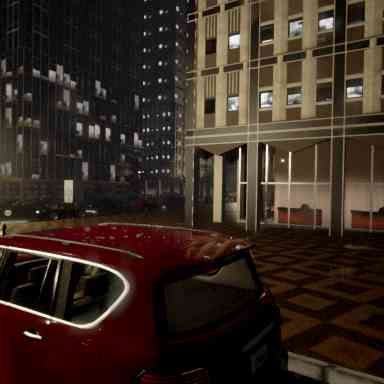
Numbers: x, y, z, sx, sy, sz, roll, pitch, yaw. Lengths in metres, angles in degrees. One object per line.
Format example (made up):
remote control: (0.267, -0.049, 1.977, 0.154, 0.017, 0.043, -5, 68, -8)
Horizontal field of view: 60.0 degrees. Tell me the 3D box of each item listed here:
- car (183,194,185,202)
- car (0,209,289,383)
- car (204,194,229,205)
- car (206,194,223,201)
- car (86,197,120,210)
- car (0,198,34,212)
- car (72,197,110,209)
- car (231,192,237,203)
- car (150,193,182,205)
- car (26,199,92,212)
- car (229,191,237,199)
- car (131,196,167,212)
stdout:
car: (-0.884, 1.041, 60.345, 1.967, 1.590, 4.097, 2, 1, 30)
car: (-1.434, 1.314, 3.875, 5.009, 1.841, 2.192, 0, 1, 36)
car: (3.589, 1.247, 51.379, 1.967, 1.590, 4.097, 2, 1, 30)
car: (4.807, 1.080, 70.119, 1.887, 1.381, 4.507, 2, 1, 30)
car: (-10.370, 1.354, 38.945, 1.994, 1.385, 4.181, 1, 1, 30)
car: (-15.614, 1.356, 29.932, 1.837, 1.490, 4.892, 1, 1, 30)
car: (-12.273, 1.299, 40.802, 1.947, 1.339, 4.313, 2, 1, 30)
car: (9.363, 1.265, 61.293, 1.752, 1.417, 4.829, 2, 1, 30)
car: (-3.846, 1.242, 50.098, 1.812, 1.442, 4.674, 1, 1, 31)
car: (-10.635, 1.537, 26.968, 1.947, 1.339, 4.313, 2, 1, 30)
car: (10.504, 0.784, 79.888, 2.192, 1.841, 5.009, 2, 1, 30)
car: (-4.947, 1.488, 36.733, 1.802, 1.307, 4.206, 2, 1, 30)
